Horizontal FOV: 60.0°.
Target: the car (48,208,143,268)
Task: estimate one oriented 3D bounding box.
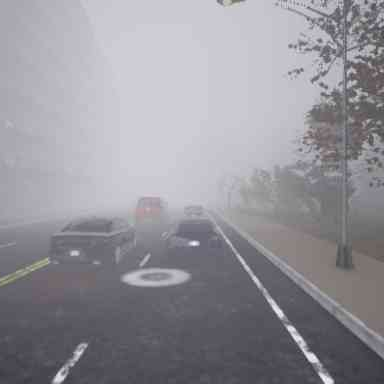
[{"bbox_3d":[-3.165,1.532,11.577,1.882,1.535,5.008,0,0,1],"label":"car"}]

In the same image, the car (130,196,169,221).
[{"bbox_3d":[-3.093,1.350,26.330,2.150,2.045,5.566,0,0,1],"label":"car"}]

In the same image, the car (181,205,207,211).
[{"bbox_3d":[0.141,1.670,25.260,2.033,1.411,5.357,0,0,1],"label":"car"}]

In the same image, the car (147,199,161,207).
[{"bbox_3d":[-6.480,1.885,56.944,1.895,1.301,4.718,0,0,0],"label":"car"}]

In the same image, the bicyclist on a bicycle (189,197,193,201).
[{"bbox_3d":[-0.029,1.783,83.860,0.659,1.776,1.843,0,0,-3],"label":"bicyclist on a bicycle"}]

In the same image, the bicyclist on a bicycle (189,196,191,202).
[{"bbox_3d":[-0.605,1.908,92.922,0.582,1.620,1.656,0,-1,-4],"label":"bicyclist on a bicycle"}]

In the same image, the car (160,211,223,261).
[{"bbox_3d":[0.104,1.625,12.637,1.994,1.385,4.181,0,0,1],"label":"car"}]
